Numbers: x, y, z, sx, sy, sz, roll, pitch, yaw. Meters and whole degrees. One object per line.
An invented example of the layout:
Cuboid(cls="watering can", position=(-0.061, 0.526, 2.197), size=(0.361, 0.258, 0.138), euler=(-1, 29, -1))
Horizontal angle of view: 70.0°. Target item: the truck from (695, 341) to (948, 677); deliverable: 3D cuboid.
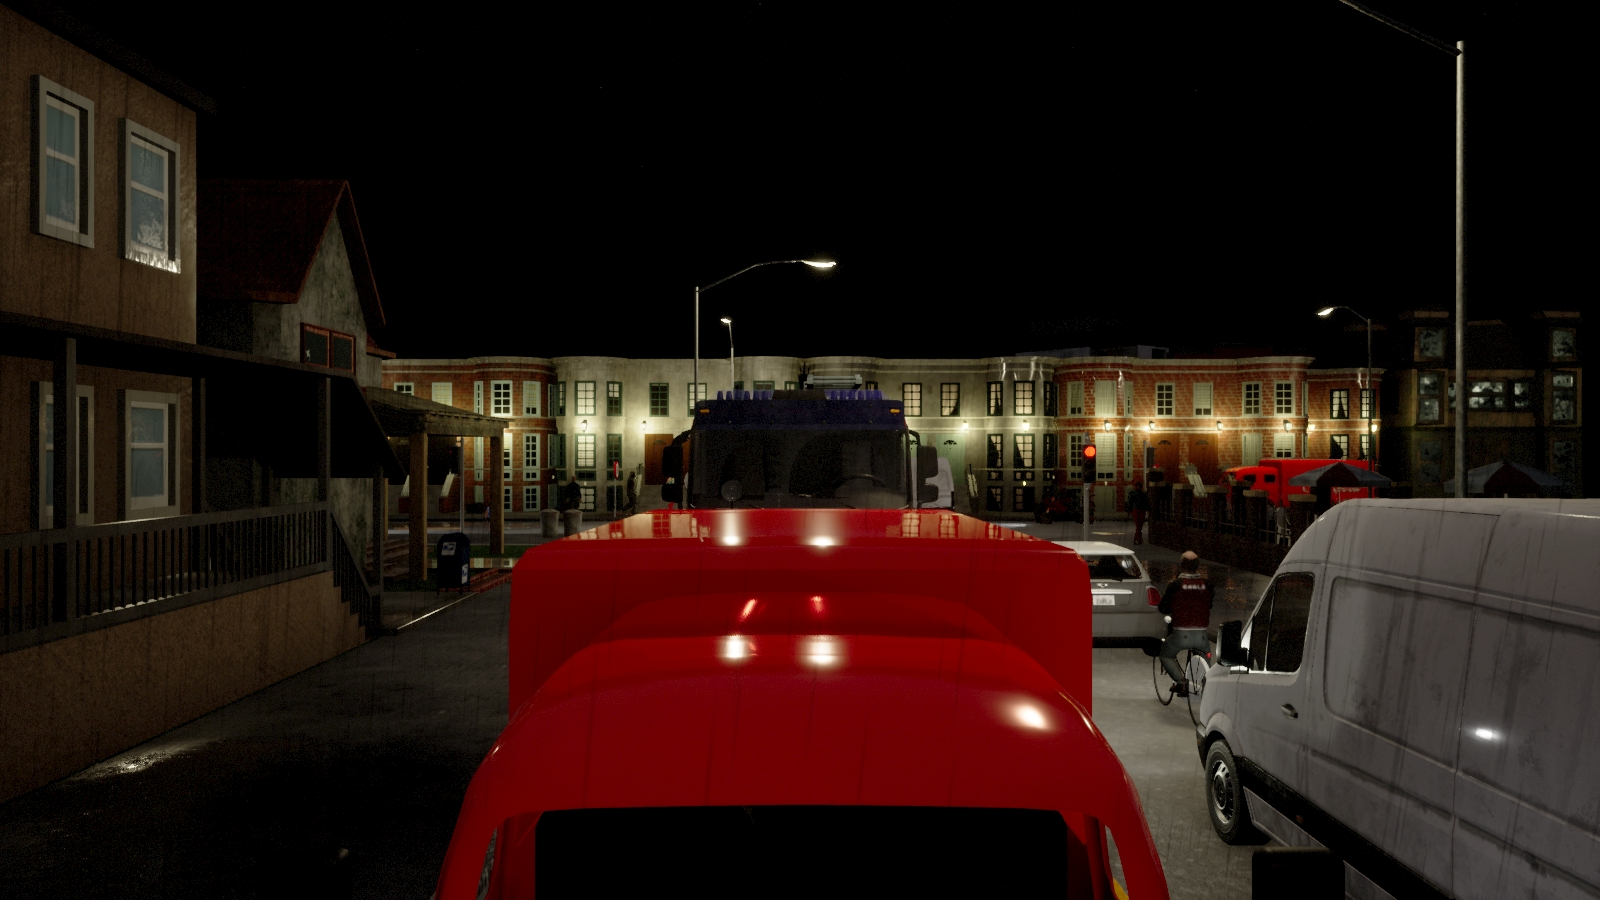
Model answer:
Cuboid(cls="truck", position=(0.275, 0.678, 17.256), size=(2.891, 3.827, 8.468), euler=(0, 0, 0))

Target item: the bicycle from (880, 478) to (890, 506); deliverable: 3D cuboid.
Cuboid(cls="bicycle", position=(4.005, 1.963, 53.762), size=(0.329, 1.271, 1.835), euler=(0, 0, 0))

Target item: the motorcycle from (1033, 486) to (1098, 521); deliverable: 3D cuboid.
Cuboid(cls="motorcycle", position=(9.975, 2.003, 42.982), size=(2.209, 1.251, 0.867), euler=(0, 0, -2))

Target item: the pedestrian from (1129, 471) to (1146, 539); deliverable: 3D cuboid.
Cuboid(cls="pedestrian", position=(9.366, 1.530, 31.694), size=(0.375, 1.860, 0.375), euler=(0, 0, 0))

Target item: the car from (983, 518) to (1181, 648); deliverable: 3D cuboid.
Cuboid(cls="car", position=(3.996, 1.852, 16.834), size=(1.970, 1.475, 3.806), euler=(0, 0, 0))

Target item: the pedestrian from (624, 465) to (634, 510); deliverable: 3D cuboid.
Cuboid(cls="pedestrian", position=(-7.096, 1.545, 47.418), size=(0.375, 1.860, 0.375), euler=(0, 0, -2))

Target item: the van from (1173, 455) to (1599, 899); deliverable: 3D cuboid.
Cuboid(cls="van", position=(4.008, 1.318, 6.281), size=(1.988, 2.561, 5.915), euler=(0, 0, 0))

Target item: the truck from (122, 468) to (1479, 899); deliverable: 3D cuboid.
Cuboid(cls="truck", position=(-0.002, 1.351, 4.813), size=(2.627, 2.467, 5.204), euler=(0, 0, 0))

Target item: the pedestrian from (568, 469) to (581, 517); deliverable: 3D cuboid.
Cuboid(cls="pedestrian", position=(-8.666, 1.647, 43.908), size=(0.375, 1.860, 0.375), euler=(0, 0, 3))

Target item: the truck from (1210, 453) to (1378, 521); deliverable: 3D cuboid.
Cuboid(cls="truck", position=(18.508, 1.366, 43.030), size=(5.204, 2.467, 2.627), euler=(0, 0, 0))

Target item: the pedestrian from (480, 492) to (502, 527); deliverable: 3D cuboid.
Cuboid(cls="pedestrian", position=(-9.980, 1.921, 36.894), size=(0.500, 1.100, 0.500), euler=(0, 0, 15))
